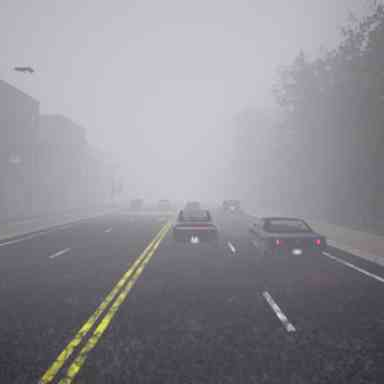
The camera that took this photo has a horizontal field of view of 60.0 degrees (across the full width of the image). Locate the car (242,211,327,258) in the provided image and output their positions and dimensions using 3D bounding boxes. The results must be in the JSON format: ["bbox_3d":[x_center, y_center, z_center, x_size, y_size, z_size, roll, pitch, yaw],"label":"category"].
[{"bbox_3d":[3.350,1.612,12.791,1.895,1.301,4.718,0,0,0],"label":"car"}]

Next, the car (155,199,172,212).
[{"bbox_3d":[-3.342,1.560,40.223,1.812,1.442,4.674,0,0,0],"label":"car"}]

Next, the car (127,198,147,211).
[{"bbox_3d":[-6.590,1.539,40.524,1.837,1.490,4.892,0,0,0],"label":"car"}]

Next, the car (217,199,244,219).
[{"bbox_3d":[3.349,1.378,29.865,2.097,1.767,4.553,0,0,0],"label":"car"}]

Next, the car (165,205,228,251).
[{"bbox_3d":[0.100,1.504,14.172,2.128,1.511,4.902,0,0,0],"label":"car"}]

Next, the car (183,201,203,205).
[{"bbox_3d":[0.099,1.552,31.169,1.812,1.442,4.674,0,0,0],"label":"car"}]
